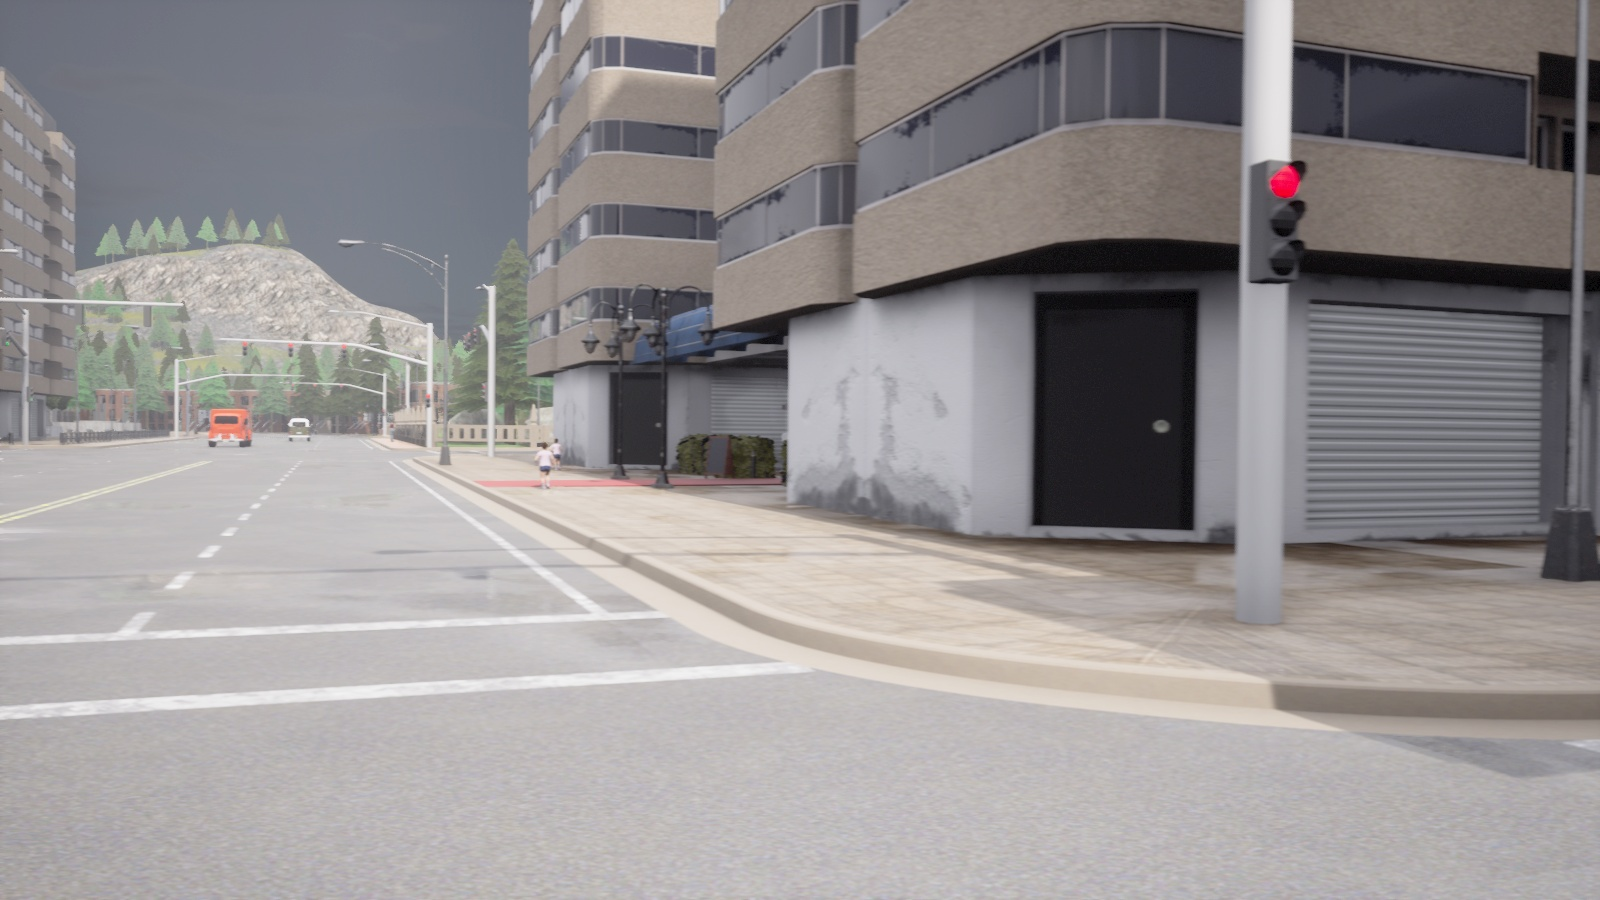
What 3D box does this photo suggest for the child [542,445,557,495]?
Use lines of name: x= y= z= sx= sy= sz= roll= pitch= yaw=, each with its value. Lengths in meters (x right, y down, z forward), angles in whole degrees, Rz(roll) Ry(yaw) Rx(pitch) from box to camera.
child: x=-5.582 y=0.441 z=27.993 sx=0.255 sy=1.110 sz=0.394 roll=-1 pitch=1 yaw=-20

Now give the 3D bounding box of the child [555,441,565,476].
child: x=-7.639 y=0.269 z=39.905 sx=0.255 sy=1.110 sz=0.394 roll=-1 pitch=1 yaw=-18

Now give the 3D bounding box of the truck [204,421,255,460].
truck: x=-37.388 y=-0.625 z=82.377 sx=2.627 sy=2.467 sz=5.204 roll=-1 pitch=1 yaw=-20
